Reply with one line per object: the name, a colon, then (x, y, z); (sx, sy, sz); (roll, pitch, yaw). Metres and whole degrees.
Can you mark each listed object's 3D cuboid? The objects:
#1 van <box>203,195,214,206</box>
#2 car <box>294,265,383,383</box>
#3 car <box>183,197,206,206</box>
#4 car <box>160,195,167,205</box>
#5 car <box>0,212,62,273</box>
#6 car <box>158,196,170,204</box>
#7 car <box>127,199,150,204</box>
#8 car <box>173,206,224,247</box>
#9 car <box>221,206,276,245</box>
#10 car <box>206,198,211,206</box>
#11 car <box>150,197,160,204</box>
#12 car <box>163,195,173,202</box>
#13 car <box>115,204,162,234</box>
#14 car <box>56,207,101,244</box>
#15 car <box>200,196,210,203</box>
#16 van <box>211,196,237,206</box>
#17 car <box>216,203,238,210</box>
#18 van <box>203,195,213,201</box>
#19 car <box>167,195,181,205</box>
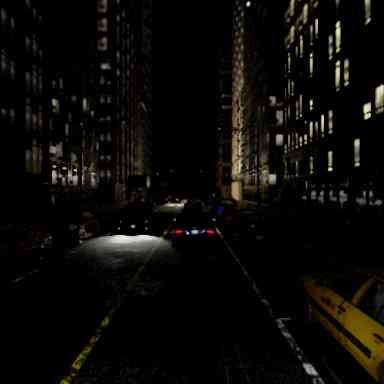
van: (2.732, 1.398, 55.411); (1.690, 1.788, 3.998); (0, 0, 0)
car: (2.690, 1.535, 4.293); (1.752, 1.417, 4.829); (0, 0, 0)
car: (0.126, 1.522, 33.885); (1.882, 1.535, 5.008); (0, 0, 0)
car: (-5.648, 1.600, 55.419); (1.887, 1.381, 4.507); (0, 0, 0)
car: (-5.686, 1.542, 9.661); (1.752, 1.417, 4.829); (0, 0, 0)
car: (-5.639, 1.608, 66.815); (2.008, 1.369, 4.403); (0, 0, 0)
car: (-5.667, 1.608, 32.625); (1.947, 1.339, 4.313); (0, 0, 0)
car: (0.111, 1.573, 15.153); (2.033, 1.411, 5.357); (0, 0, 0)
car: (2.699, 1.578, 15.523); (2.008, 1.369, 4.403); (0, 0, 0)
car: (2.714, 1.589, 32.617); (1.887, 1.381, 4.507); (0, 0, 0)
car: (-5.657, 1.631, 44.022); (1.802, 1.307, 4.206); (0, 0, 0)
car: (-5.629, 1.496, 78.212); (1.967, 1.590, 4.097); (0, 0, 0)
car: (-3.085, 1.594, 19.313); (1.994, 1.385, 4.181); (0, 0, 0)
car: (-5.682, 1.465, 15.532); (1.967, 1.590, 4.097); (0, 0, 0)
car: (2.747, 1.625, 72.507); (1.947, 1.339, 4.313); (0, 0, 0)
van: (2.709, 1.381, 26.919); (1.690, 1.788, 3.998); (0, 0, 0)
car: (2.704, 1.616, 21.220); (1.802, 1.307, 4.206); (0, 0, 0)
van: (2.728, 1.396, 49.712); (1.690, 1.788, 3.998); (0, 0, 0)
car: (-2.994, 1.562, 60.735); (1.837, 1.490, 4.892); (0, 0, 1)
